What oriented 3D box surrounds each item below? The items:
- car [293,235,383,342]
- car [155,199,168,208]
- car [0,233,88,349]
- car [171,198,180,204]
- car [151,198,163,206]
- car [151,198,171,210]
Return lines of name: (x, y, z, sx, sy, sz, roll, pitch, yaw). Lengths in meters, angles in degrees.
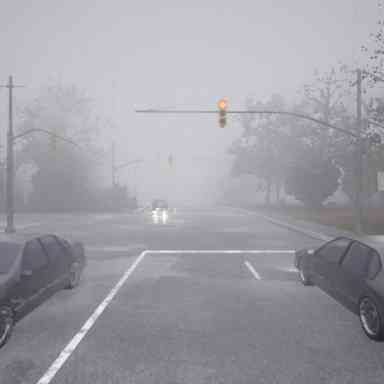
car: (3.593, 1.547, 6.415, 2.033, 1.411, 5.357, 0, 0, 0)
car: (-5.011, 1.841, 54.400, 1.895, 1.301, 4.718, 0, -1, -7)
car: (-3.606, 1.547, 6.404, 2.033, 1.411, 5.357, 0, 0, 0)
car: (-4.521, 2.189, 82.972, 2.097, 1.767, 4.553, 0, -1, -22)
car: (-7.321, 2.062, 68.630, 1.837, 1.490, 4.892, 0, -2, -13)
car: (-4.120, 1.570, 43.569, 2.128, 1.511, 4.902, 0, -1, -3)
